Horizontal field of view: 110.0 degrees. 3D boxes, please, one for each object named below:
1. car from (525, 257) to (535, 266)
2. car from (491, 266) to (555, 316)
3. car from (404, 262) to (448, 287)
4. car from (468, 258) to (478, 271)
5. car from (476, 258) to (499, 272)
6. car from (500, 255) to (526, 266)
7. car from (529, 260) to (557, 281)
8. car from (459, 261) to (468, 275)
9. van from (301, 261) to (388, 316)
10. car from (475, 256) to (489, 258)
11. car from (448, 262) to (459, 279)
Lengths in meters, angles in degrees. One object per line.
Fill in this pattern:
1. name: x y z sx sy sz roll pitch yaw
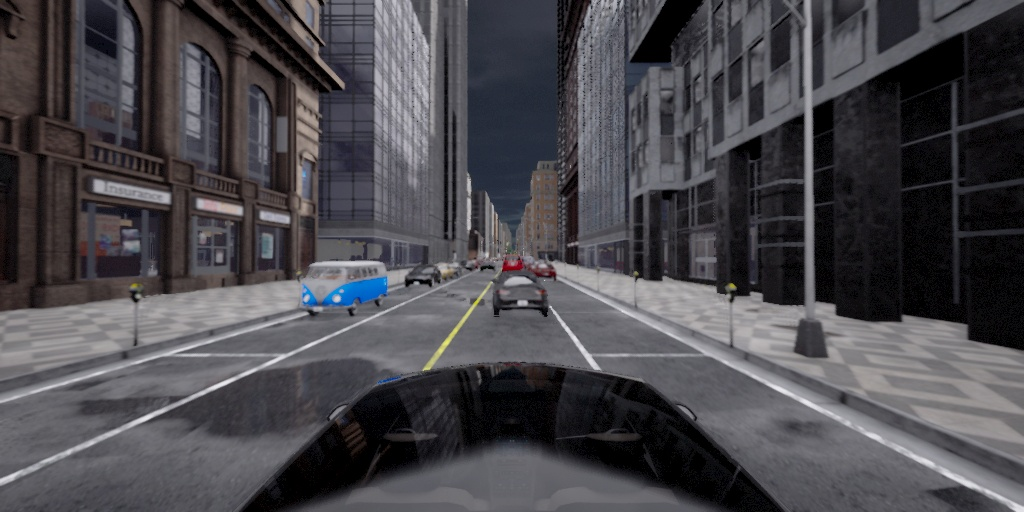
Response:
1. car: 2.656 1.146 35.421 1.967 1.591 4.097 0 0 0
2. car: 0.221 1.260 13.189 1.812 1.442 4.674 0 0 -3
3. car: -5.866 1.286 24.175 1.948 1.339 4.313 0 0 0
4. car: -5.874 1.258 46.673 1.948 1.339 4.313 0 0 0
5. car: -3.026 1.295 45.561 1.895 1.301 4.718 0 0 0
6. car: 0.086 0.924 38.470 2.150 2.045 5.566 0 0 0
7. car: 2.658 1.258 29.796 1.888 1.381 4.507 0 0 0
8. car: -5.870 1.257 35.424 2.007 1.370 4.403 0 0 0
9. van: -5.862 1.076 12.926 1.690 1.789 3.998 0 0 0
10. car: -5.880 0.990 63.546 2.192 1.841 5.009 0 0 0
11. car: -5.868 1.239 29.630 1.751 1.417 4.829 0 0 0
